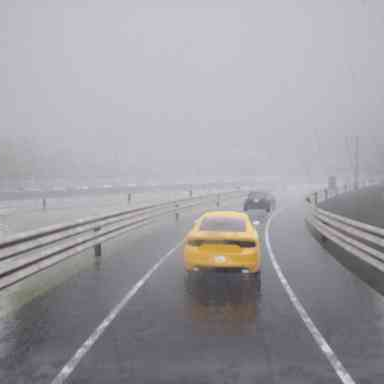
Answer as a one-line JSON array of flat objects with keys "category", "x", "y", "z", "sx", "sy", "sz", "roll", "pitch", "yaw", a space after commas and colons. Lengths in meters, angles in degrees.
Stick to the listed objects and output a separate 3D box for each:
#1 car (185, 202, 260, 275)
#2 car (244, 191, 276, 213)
[{"category": "car", "x": 1.014, "y": 1.322, "z": 10.070, "sx": 1.882, "sy": 1.535, "sz": 5.008, "roll": 0, "pitch": 1, "yaw": 9}, {"category": "car", "x": 5.811, "y": 0.676, "z": 28.169, "sx": 2.097, "sy": 1.767, "sz": 4.553, "roll": 1, "pitch": 2, "yaw": 21}]
